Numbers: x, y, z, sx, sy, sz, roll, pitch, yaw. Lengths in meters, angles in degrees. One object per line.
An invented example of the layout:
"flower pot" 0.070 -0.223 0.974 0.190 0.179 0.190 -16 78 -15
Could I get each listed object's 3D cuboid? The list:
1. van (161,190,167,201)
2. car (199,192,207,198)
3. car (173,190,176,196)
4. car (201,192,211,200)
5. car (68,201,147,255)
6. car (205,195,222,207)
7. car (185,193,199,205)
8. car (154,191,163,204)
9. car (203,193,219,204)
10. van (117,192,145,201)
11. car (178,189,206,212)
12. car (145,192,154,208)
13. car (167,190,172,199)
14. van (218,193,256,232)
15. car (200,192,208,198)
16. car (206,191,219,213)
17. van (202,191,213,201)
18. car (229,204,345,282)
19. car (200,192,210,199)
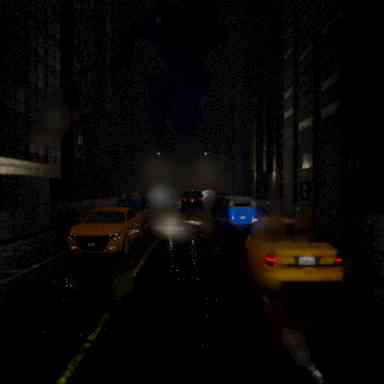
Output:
"van" -5.827 0.674 59.043 1.690 1.788 3.998 0 1 0
"car" 2.673 0.608 81.669 1.752 1.417 4.829 0 1 0
"car" -5.858 0.553 86.921 1.752 1.417 4.829 0 1 0
"car" 2.692 0.815 64.672 1.887 1.381 4.507 0 1 0
"car" -3.115 1.330 12.760 1.882 1.535 5.008 0 1 0
"car" 2.716 1.065 42.237 1.887 1.381 4.507 0 1 0
"car" -0.028 0.976 46.497 1.837 1.490 4.892 0 0 1
"car" -5.815 1.008 47.827 2.008 1.369 4.403 0 1 0
"car" 2.710 0.897 47.844 1.967 1.590 4.097 0 1 0
"van" -5.797 0.987 30.998 1.690 1.788 3.998 0 1 0
"car" 0.021 0.839 33.317 2.150 2.045 5.566 0 0 0
"car" -5.803 0.898 36.606 2.192 1.841 5.009 0 1 0
"car" -5.839 0.648 70.263 1.967 1.590 4.097 0 1 0
"van" 2.741 1.114 19.800 1.690 1.788 3.998 0 1 0
"car" 2.680 0.669 76.060 1.752 1.417 4.829 0 1 0
"car" 2.729 0.961 31.017 2.192 1.841 5.009 0 1 0
"van" 2.698 0.674 59.061 1.690 1.788 3.998 0 1 0
"car" 2.339 1.348 9.334 1.801 1.575 5.366 0 1 0
"car" 2.686 0.774 70.281 1.947 1.339 4.313 0 1 0
